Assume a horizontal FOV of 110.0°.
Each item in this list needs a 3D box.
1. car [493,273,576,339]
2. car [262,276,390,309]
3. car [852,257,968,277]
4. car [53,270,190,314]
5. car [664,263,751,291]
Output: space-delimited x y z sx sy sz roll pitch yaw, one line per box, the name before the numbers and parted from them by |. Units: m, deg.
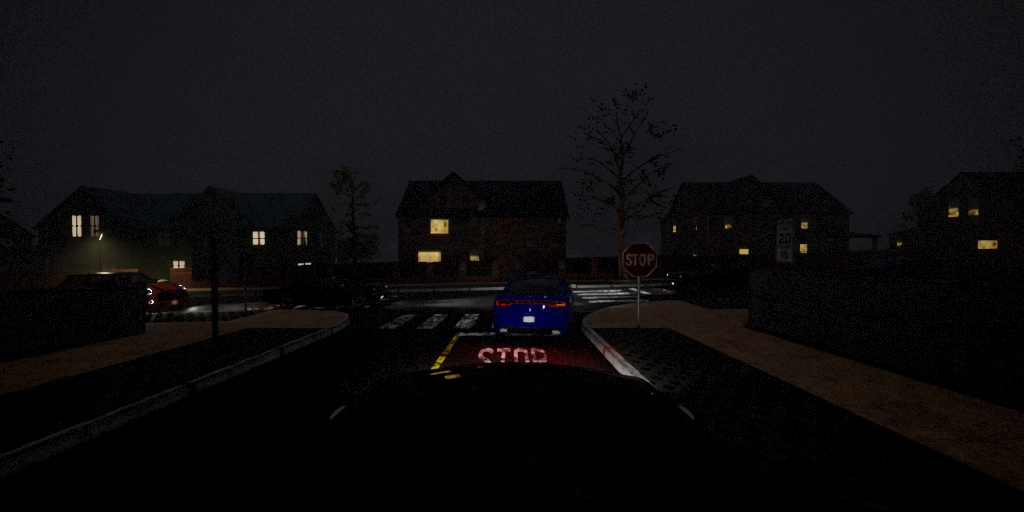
car | 0.790 1.226 10.239 1.882 1.535 5.008 0 0 10
car | -7.806 1.506 15.450 4.718 1.301 1.895 -1 1 0
car | 20.063 0.753 18.403 5.357 1.411 2.033 -1 1 0
car | -16.793 1.471 15.446 4.553 1.767 2.097 -1 1 0
car | 10.417 1.034 18.370 4.718 1.301 1.895 -1 1 -1
